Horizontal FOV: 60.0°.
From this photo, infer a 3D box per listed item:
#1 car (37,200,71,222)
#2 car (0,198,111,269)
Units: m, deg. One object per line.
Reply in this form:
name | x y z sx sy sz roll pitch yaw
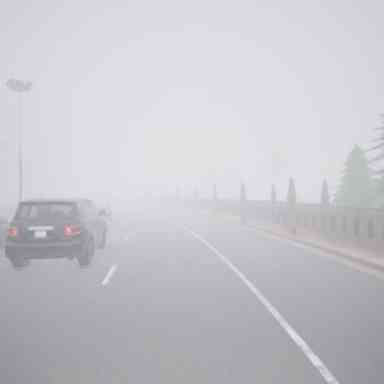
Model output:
car | -11.394 1.518 27.803 2.128 1.511 4.902 0 0 -16
car | -4.311 1.217 11.426 2.150 2.045 5.566 0 0 -7
